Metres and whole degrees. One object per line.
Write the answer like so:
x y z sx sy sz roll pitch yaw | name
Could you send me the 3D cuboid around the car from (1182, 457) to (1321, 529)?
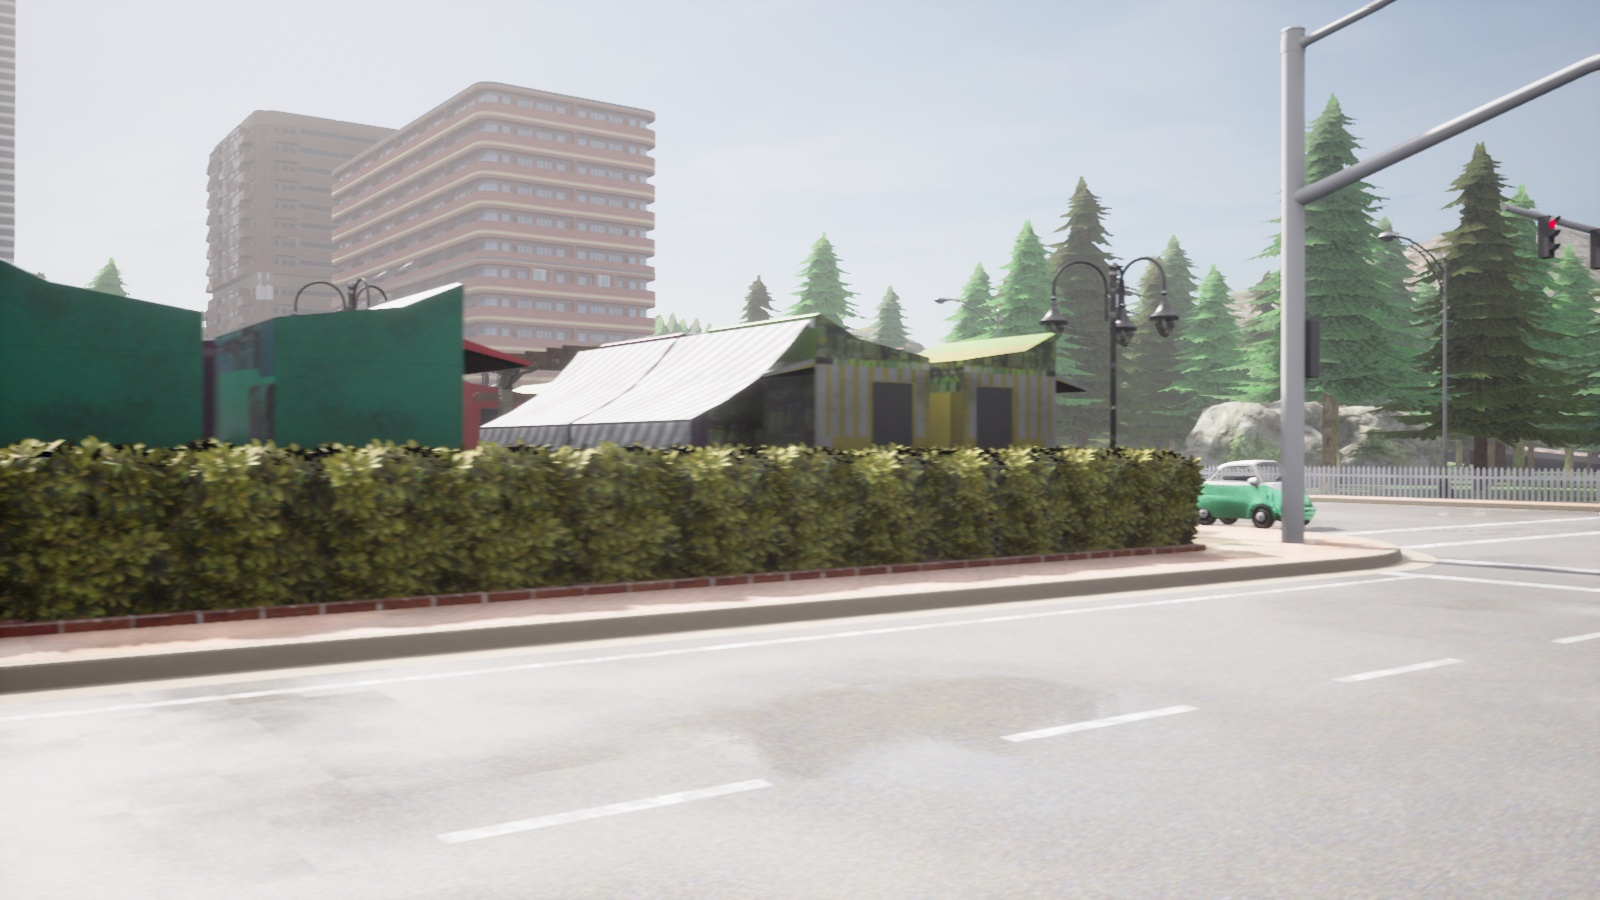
9.193 0.843 25.656 1.481 1.376 2.207 0 -1 -34 | car
